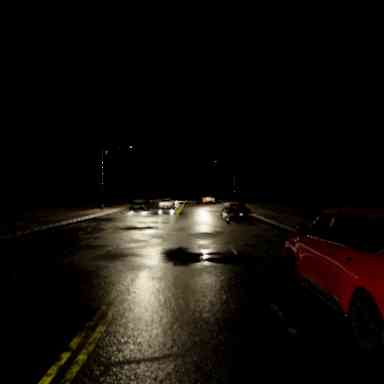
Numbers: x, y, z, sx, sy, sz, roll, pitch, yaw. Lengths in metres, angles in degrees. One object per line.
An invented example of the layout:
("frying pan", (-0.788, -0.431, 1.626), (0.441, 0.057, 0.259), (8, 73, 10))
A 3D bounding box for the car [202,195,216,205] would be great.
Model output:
("car", (3.257, 1.711, 60.611), (1.895, 1.301, 4.718), (0, 0, 0))

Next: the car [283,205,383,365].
("car", (3.349, 1.234, 5.986), (2.150, 2.045, 5.566), (0, 0, 0))

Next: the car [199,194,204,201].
("car", (3.258, 1.479, 71.551), (2.097, 1.767, 4.553), (0, 0, 0))

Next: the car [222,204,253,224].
("car", (3.351, 1.598, 25.236), (2.033, 1.411, 5.357), (0, 0, 0))

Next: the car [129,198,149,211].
("car", (-6.585, 1.558, 41.810), (1.882, 1.535, 5.008), (0, 0, 0))

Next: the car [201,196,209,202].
("car", (3.259, 1.669, 82.581), (1.812, 1.442, 4.674), (0, 0, 0))

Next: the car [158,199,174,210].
("car", (-3.332, 1.610, 44.055), (1.812, 1.442, 4.674), (0, 0, 0))

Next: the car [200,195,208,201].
("car", (3.260, 1.590, 93.580), (2.033, 1.649, 4.856), (0, 0, 0))
